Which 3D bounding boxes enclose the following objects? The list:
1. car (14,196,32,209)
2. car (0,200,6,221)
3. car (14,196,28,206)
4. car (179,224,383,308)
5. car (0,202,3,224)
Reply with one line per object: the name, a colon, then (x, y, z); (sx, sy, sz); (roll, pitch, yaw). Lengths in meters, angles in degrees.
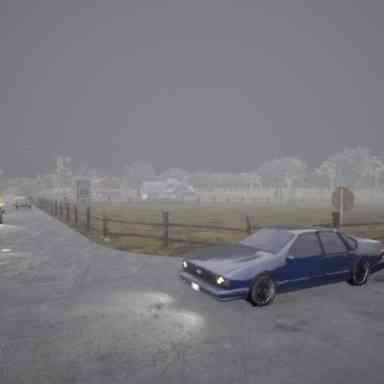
car: (-22.501, 1.526, 44.429); (2.033, 1.411, 5.357); (0, 0, -28)
car: (-14.858, 1.549, 24.206); (1.994, 1.385, 4.181); (0, 0, -29)
car: (-27.697, 1.456, 53.747); (1.882, 1.535, 5.008); (0, 0, -29)
car: (2.407, 1.521, 7.979); (5.357, 1.411, 2.033); (0, 1, -29)
car: (-10.112, 1.466, 15.499); (1.882, 1.535, 5.008); (0, 0, -28)
